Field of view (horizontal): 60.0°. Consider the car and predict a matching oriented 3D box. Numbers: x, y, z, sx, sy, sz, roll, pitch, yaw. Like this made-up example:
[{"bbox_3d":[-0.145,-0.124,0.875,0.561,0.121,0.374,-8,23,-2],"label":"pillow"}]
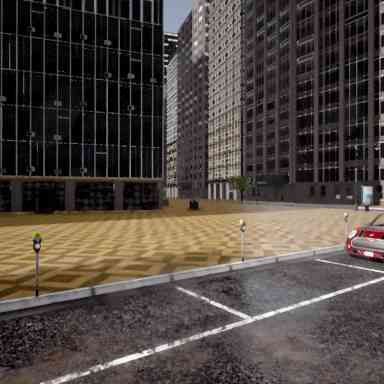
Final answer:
[{"bbox_3d":[7.229,1.437,11.701,4.097,1.590,1.967,0,0,-35],"label":"car"}]
